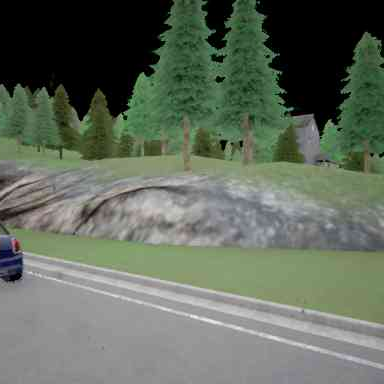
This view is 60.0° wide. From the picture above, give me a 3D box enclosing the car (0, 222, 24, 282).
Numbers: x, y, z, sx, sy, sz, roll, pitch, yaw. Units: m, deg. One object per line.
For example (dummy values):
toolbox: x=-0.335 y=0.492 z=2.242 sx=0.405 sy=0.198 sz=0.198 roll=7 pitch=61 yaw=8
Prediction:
car: x=-6.330 y=1.351 z=8.516 sx=4.553 sy=1.767 sz=2.097 roll=0 pitch=0 yaw=36
